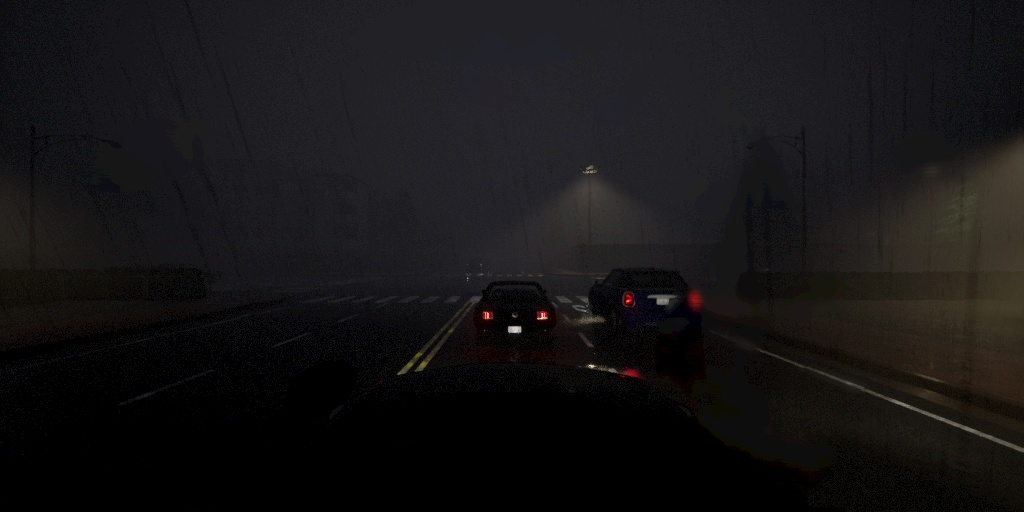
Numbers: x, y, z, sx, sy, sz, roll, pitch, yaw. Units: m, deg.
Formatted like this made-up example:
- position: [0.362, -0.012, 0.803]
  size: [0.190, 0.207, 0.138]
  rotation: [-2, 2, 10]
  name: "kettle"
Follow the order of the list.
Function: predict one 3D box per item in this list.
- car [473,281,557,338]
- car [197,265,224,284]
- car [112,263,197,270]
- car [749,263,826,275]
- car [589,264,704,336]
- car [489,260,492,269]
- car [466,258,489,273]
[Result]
- position: [0.063, 1.351, 10.206]
  size: [1.895, 1.301, 4.718]
  rotation: [0, 0, 0]
  name: "car"
- position: [-22.835, 1.254, 24.874]
  size: [4.892, 1.490, 1.837]
  rotation: [0, 0, 0]
  name: "car"
- position: [-22.053, 1.276, 21.374]
  size: [4.674, 1.442, 1.812]
  rotation: [0, 0, 0]
  name: "car"
- position: [21.811, 1.297, 28.443]
  size: [5.357, 1.411, 2.033]
  rotation: [0, 0, 0]
  name: "car"
- position: [3.652, 1.101, 10.605]
  size: [2.097, 1.767, 4.553]
  rotation: [0, 0, 2]
  name: "car"
- position: [-4.255, 1.084, 54.326]
  size: [2.097, 1.767, 4.553]
  rotation: [0, 0, 0]
  name: "car"
- position: [-4.290, 1.085, 43.244]
  size: [2.097, 1.767, 4.553]
  rotation: [0, 0, 1]
  name: "car"
